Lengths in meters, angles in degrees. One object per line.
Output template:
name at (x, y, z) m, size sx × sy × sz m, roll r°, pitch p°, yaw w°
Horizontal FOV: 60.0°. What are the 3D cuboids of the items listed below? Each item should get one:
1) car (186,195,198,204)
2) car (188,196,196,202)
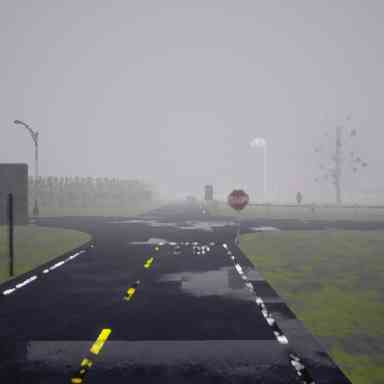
car at (0.000, 1.425, 65.107) m, size 2.097 × 1.767 × 4.553 m, roll 0°, pitch 0°, yaw 0°
car at (-0.003, 1.613, 80.989) m, size 1.895 × 1.301 × 4.718 m, roll 0°, pitch 0°, yaw 0°
